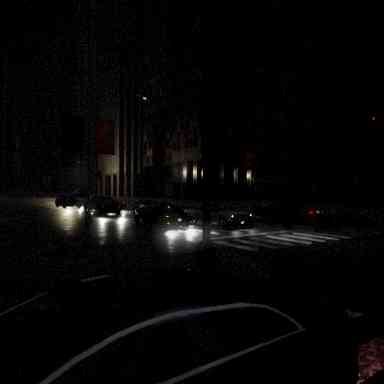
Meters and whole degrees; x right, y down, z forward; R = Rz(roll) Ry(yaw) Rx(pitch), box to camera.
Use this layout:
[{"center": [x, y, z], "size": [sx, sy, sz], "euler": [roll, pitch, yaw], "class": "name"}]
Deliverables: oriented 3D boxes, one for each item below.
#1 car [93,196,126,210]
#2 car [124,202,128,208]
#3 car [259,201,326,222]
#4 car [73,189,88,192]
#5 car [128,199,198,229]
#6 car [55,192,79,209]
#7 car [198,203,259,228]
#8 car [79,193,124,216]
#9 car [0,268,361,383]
[{"center": [-8.913, 1.164, 35.625], "size": [1.895, 1.301, 4.718], "euler": [0, 1, -35], "class": "car"}, {"center": [-3.690, 1.279, 28.160], "size": [1.895, 1.301, 4.718], "euler": [0, 1, -35], "class": "car"}, {"center": [7.063, 1.369, 24.492], "size": [2.033, 1.411, 5.357], "euler": [0, 1, -35], "class": "car"}, {"center": [-22.173, 0.391, 66.181], "size": [2.150, 2.045, 5.566], "euler": [0, 1, -35], "class": "car"}, {"center": [-1.821, 1.331, 19.830], "size": [1.994, 1.385, 4.181], "euler": [0, 1, -35], "class": "car"}, {"center": [-13.753, 1.051, 36.862], "size": [2.033, 1.411, 5.357], "euler": [0, 1, -35], "class": "car"}, {"center": [1.586, 1.397, 20.660], "size": [1.895, 1.301, 4.718], "euler": [0, 1, -36], "class": "car"}, {"center": [-7.679, 1.114, 28.190], "size": [1.882, 1.535, 5.008], "euler": [0, 1, -35], "class": "car"}, {"center": [-0.683, 1.492, 2.615], "size": [4.902, 1.511, 2.128], "euler": [0, 0, -33], "class": "car"}]
